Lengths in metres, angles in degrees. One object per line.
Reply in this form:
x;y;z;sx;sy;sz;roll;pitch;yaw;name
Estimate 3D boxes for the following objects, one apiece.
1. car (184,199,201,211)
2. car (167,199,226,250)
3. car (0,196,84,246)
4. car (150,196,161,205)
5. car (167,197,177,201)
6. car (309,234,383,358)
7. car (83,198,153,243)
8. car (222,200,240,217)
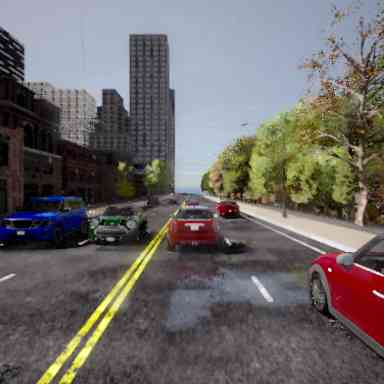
0.098;1.584;41.513;1.994;1.385;4.181;0;0;0;car
0.097;1.359;14.421;2.097;1.767;4.553;0;0;0;car
-6.600;1.231;15.592;2.150;2.045;5.566;0;0;0;car
-6.534;1.502;57.848;1.882;1.535;5.008;0;0;0;car
-3.282;1.589;58.257;1.994;1.385;4.181;0;0;0;car
3.349;1.354;4.719;2.097;1.767;4.553;0;0;0;car
-3.347;1.361;15.953;2.097;1.767;4.553;0;0;0;car
3.347;1.494;31.549;1.882;1.535;5.008;0;0;0;car
